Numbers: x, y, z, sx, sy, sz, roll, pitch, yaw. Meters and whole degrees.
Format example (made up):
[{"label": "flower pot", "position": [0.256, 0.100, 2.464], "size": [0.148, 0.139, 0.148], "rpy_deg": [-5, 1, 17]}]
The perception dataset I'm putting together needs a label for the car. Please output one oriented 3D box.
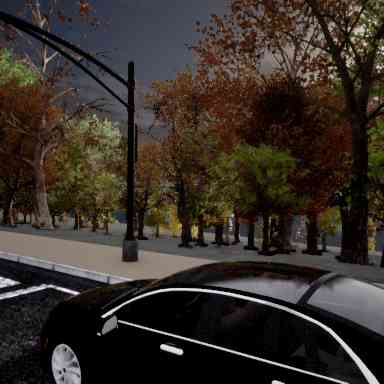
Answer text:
[{"label": "car", "position": [0.376, 1.505, 3.406], "size": [4.892, 1.490, 1.837], "rpy_deg": [0, 0, 36]}]
